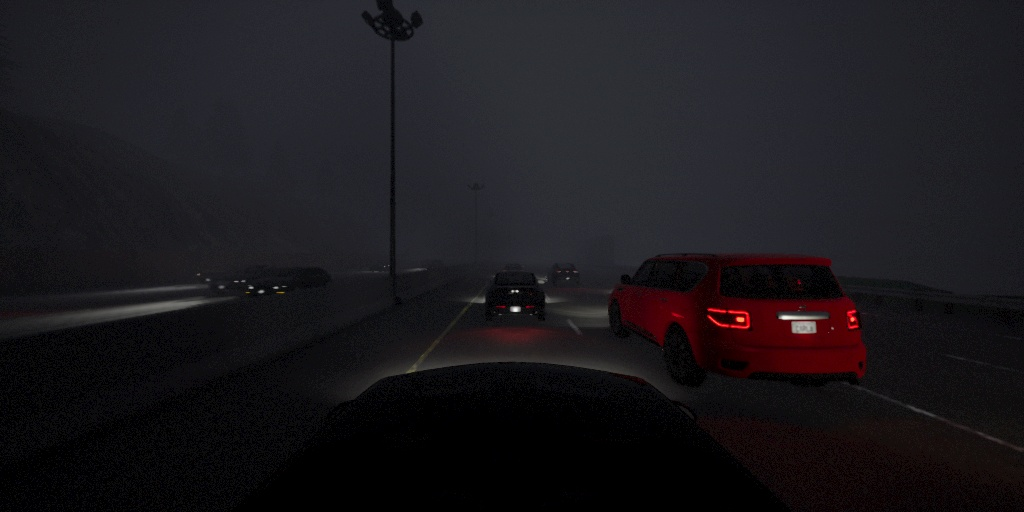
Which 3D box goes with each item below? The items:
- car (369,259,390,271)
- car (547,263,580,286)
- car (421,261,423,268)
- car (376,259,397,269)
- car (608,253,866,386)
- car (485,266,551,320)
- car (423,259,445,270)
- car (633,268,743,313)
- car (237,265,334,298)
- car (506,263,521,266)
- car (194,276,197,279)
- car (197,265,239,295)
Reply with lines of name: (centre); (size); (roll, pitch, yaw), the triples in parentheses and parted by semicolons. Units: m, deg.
car: (-17.583, 1.272, 48.309); (1.812, 1.442, 4.674); (0, 0, 0)
car: (3.598, 1.240, 25.525); (2.128, 1.511, 4.902); (0, 0, 0)
car: (-14.051, 1.239, 60.621); (2.128, 1.511, 4.902); (0, 0, 1)
car: (-21.027, 1.246, 60.380); (1.837, 1.490, 4.892); (0, 1, 1)
car: (3.600, 0.971, 7.105); (2.150, 2.045, 5.566); (0, 0, 0)
car: (0.099, 1.254, 12.545); (1.837, 1.490, 4.892); (0, 0, 0)
car: (-10.578, 1.249, 50.162); (1.837, 1.490, 4.892); (0, 1, 0)
car: (7.099, 1.297, 15.302); (2.033, 1.411, 5.357); (0, 0, 0)
car: (-10.601, 1.253, 17.584); (1.837, 1.490, 4.892); (0, 0, 0)
car: (0.097, 1.312, 30.760); (1.994, 1.385, 4.181); (0, 0, 0)
car: (-21.101, 1.349, 27.104); (1.895, 1.301, 4.718); (0, 0, 0)
car: (-14.100, 1.240, 19.857); (2.128, 1.511, 4.902); (0, 0, 0)
